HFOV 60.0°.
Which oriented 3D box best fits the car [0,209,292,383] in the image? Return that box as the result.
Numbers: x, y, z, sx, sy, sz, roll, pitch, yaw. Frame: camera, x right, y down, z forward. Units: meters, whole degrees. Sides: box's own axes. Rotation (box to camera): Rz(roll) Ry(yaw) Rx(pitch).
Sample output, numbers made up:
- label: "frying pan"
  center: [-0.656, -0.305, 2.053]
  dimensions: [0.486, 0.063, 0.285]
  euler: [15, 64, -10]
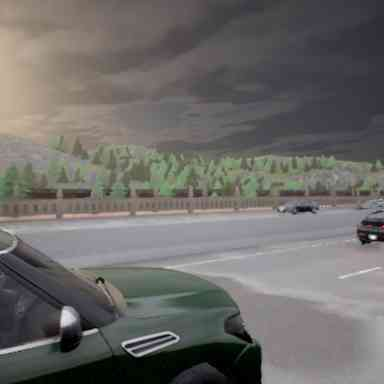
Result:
- label: "car"
  center: [-1.998, 1.211, 2.271]
  dimensions: [5.566, 2.045, 2.150]
  euler: [0, 0, -36]

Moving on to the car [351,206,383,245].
- label: "car"
  center: [8.951, 1.488, 14.177]
  dimensions: [4.892, 1.490, 1.837]
  euler: [0, 0, -35]

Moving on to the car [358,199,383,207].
- label: "car"
  center: [15.154, 1.525, 27.198]
  dimensions: [5.357, 1.411, 2.033]
  euler: [0, 0, -34]

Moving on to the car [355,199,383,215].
- label: "car"
  center: [18.883, 1.488, 34.024]
  dimensions: [4.892, 1.490, 1.837]
  euler: [1, 0, -34]

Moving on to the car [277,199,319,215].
- label: "car"
  center: [10.354, 1.444, 32.400]
  dimensions: [4.902, 1.511, 2.128]
  euler: [0, 0, -34]
